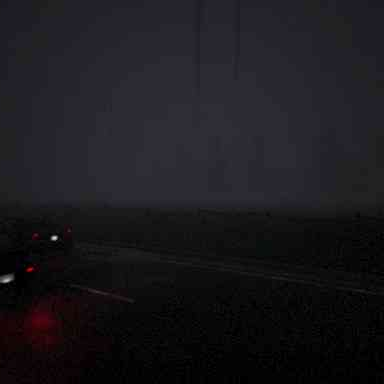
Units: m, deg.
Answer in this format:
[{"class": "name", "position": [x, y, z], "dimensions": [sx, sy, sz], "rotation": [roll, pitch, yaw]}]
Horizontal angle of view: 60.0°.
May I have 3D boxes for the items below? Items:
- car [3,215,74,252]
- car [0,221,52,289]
[{"class": "car", "position": [-6.498, 1.605, 12.930], "dimensions": [4.181, 1.385, 1.994], "rotation": [0, 0, 36]}, {"class": "car", "position": [-5.571, 1.554, 7.970], "dimensions": [4.674, 1.442, 1.812], "rotation": [0, 0, 36]}]
